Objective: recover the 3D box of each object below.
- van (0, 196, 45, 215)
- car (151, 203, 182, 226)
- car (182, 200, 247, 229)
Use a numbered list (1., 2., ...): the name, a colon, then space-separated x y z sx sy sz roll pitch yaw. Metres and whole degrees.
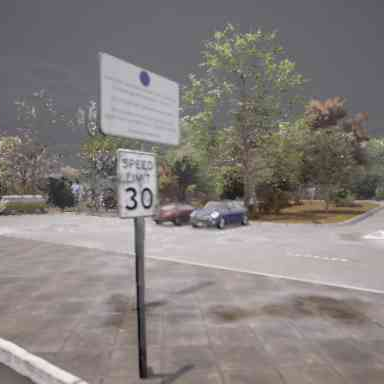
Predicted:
1. van: -17.941 1.379 35.004 1.878 1.987 4.442 -1 -1 35
2. car: -0.863 1.493 23.135 2.002 1.452 4.674 0 0 35
3. car: 1.759 1.324 21.352 2.185 1.767 4.553 0 0 35
